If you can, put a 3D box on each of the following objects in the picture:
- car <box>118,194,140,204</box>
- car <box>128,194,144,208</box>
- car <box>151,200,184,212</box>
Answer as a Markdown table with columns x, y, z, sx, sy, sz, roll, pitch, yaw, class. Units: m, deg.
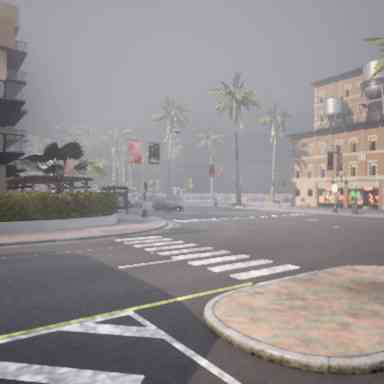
| x | y | z | sx | sy | sz | roll | pitch | yaw | class |
| --- | --- | --- | --- | --- | --- | --- | --- | --- | --- |
| -12.823 | 1.383 | 67.213 | 2.150 | 2.045 | 5.566 | 0 | 0 | -38 | car |
| -8.982 | 1.473 | 49.514 | 2.097 | 1.767 | 4.553 | 0 | 0 | -35 | car |
| -3.120 | 1.668 | 41.131 | 2.033 | 1.411 | 5.357 | 0 | 0 | -35 | car |
